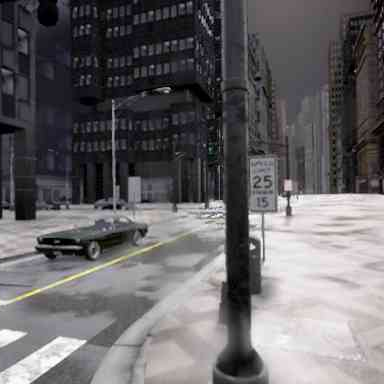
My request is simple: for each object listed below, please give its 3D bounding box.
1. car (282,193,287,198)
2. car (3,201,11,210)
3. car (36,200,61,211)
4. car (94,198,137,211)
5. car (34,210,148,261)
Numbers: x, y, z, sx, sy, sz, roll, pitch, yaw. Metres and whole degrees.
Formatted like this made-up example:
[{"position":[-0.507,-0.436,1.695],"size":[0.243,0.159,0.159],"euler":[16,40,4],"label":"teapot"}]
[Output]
[{"position":[23.761,0.803,84.205],"size":[1.895,1.301,4.718],"euler":[-1,0,19],"label":"car"},{"position":[-27.306,1.859,46.370],"size":[4.181,1.385,1.994],"euler":[-1,-1,19],"label":"car"},{"position":[-17.898,1.649,39.841],"size":[4.181,1.385,1.994],"euler":[-1,-1,18],"label":"car"},{"position":[-8.449,1.407,36.651],"size":[4.902,1.511,2.128],"euler":[-1,-1,18],"label":"car"},{"position":[-3.487,1.577,12.449],"size":[1.895,1.301,4.718],"euler":[-1,0,19],"label":"car"}]
